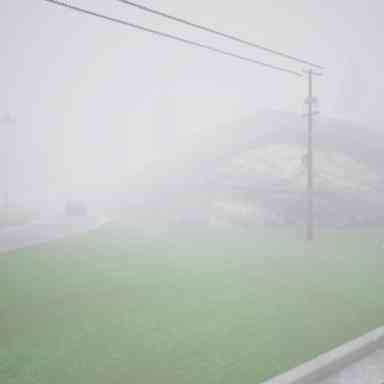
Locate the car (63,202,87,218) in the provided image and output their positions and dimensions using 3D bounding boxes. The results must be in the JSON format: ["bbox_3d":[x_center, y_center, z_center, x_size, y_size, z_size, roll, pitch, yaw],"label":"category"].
[{"bbox_3d":[-10.868,1.589,30.938,2.033,1.411,5.357,0,0,-23],"label":"car"}]
